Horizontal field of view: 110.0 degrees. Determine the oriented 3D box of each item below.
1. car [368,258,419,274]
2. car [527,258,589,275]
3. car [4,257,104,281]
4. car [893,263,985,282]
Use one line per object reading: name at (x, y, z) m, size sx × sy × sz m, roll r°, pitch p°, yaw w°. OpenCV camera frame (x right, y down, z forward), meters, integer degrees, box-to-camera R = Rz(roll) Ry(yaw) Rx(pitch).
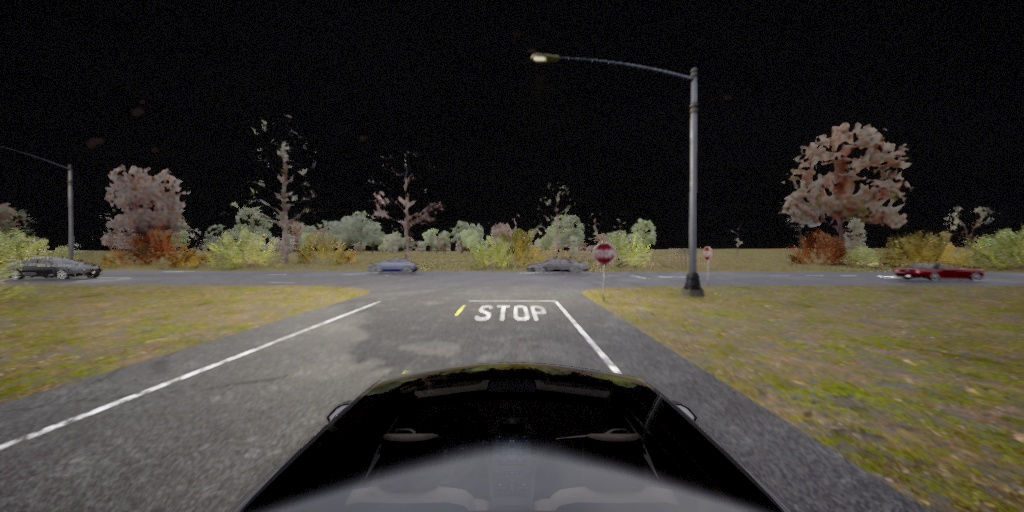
car at (-10.240, 0.837, 31.129) m, size 4.181 × 1.385 × 1.994 m, roll 0°, pitch 1°, yaw -2°
car at (3.984, 0.879, 31.482) m, size 5.357 × 1.411 × 2.033 m, roll 0°, pitch 1°, yaw -2°
car at (-29.975, 0.811, 23.543) m, size 4.892 × 1.490 × 1.837 m, roll 0°, pitch 1°, yaw -2°
car at (30.018, 1.113, 25.229) m, size 4.718 × 1.301 × 1.895 m, roll 0°, pitch 1°, yaw -2°
